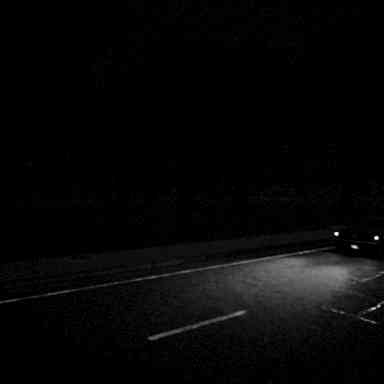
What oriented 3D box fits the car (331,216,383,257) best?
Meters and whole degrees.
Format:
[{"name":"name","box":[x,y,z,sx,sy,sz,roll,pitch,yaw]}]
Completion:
[{"name":"car","box":[7.558,1.640,13.065,4.718,1.301,1.895,0,0,-35]}]
